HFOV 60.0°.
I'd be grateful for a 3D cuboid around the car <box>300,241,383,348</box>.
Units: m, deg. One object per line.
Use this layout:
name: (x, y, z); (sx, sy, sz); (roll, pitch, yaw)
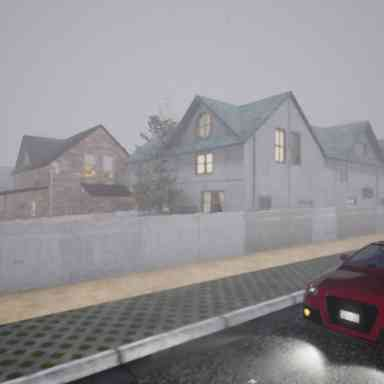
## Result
car: (3.860, 1.648, 6.132); (4.181, 1.385, 1.994); (1, -1, -39)
